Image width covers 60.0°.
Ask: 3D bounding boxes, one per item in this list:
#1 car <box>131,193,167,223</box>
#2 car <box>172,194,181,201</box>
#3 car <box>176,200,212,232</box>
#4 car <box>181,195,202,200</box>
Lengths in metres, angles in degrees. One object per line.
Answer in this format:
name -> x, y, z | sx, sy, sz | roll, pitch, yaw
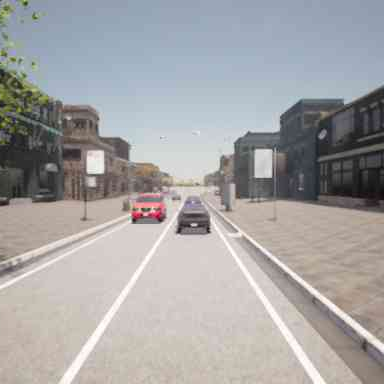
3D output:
car -> -3.087, 1.139, 24.933 | 2.150, 2.045, 5.566 | 0, 0, 0
car -> -2.974, 1.048, 65.701 | 2.033, 1.411, 5.357 | 0, 1, 0
car -> 0.109, 1.456, 19.842 | 1.837, 1.490, 4.892 | 0, 0, 0
car -> 0.118, 1.138, 38.977 | 2.097, 1.767, 4.553 | 0, 1, 0
